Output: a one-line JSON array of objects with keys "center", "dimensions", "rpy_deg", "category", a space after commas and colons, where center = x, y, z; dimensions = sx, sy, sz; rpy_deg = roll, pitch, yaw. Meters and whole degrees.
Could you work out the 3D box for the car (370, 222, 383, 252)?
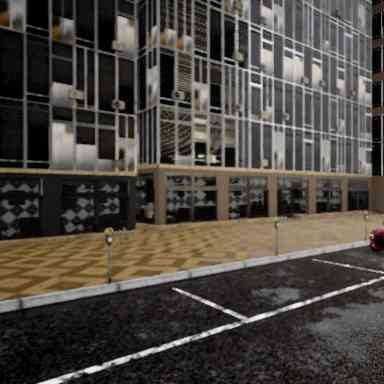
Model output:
[{"center": [8.488, 1.534, 12.624], "dimensions": [4.507, 1.381, 1.887], "rpy_deg": [0, 0, -36], "category": "car"}]
